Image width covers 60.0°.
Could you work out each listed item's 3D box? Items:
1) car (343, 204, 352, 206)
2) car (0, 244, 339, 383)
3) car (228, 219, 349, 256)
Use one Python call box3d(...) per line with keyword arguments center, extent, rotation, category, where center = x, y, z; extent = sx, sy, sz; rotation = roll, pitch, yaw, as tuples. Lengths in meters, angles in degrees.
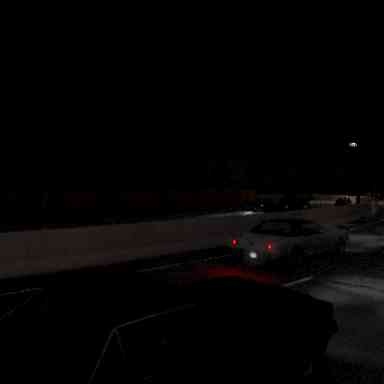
box3d(center=(19.535, 1.384, 42.636), extent=(2.033, 1.411, 5.357), rotation=(0, 0, 29), category="car")
box3d(center=(-0.460, 1.600, 3.583), extent=(4.718, 1.301, 1.895), rotation=(0, 0, -37), category="car")
box3d(center=(3.481, 1.568, 11.308), extent=(4.718, 1.301, 1.895), rotation=(0, 0, -41), category="car")
